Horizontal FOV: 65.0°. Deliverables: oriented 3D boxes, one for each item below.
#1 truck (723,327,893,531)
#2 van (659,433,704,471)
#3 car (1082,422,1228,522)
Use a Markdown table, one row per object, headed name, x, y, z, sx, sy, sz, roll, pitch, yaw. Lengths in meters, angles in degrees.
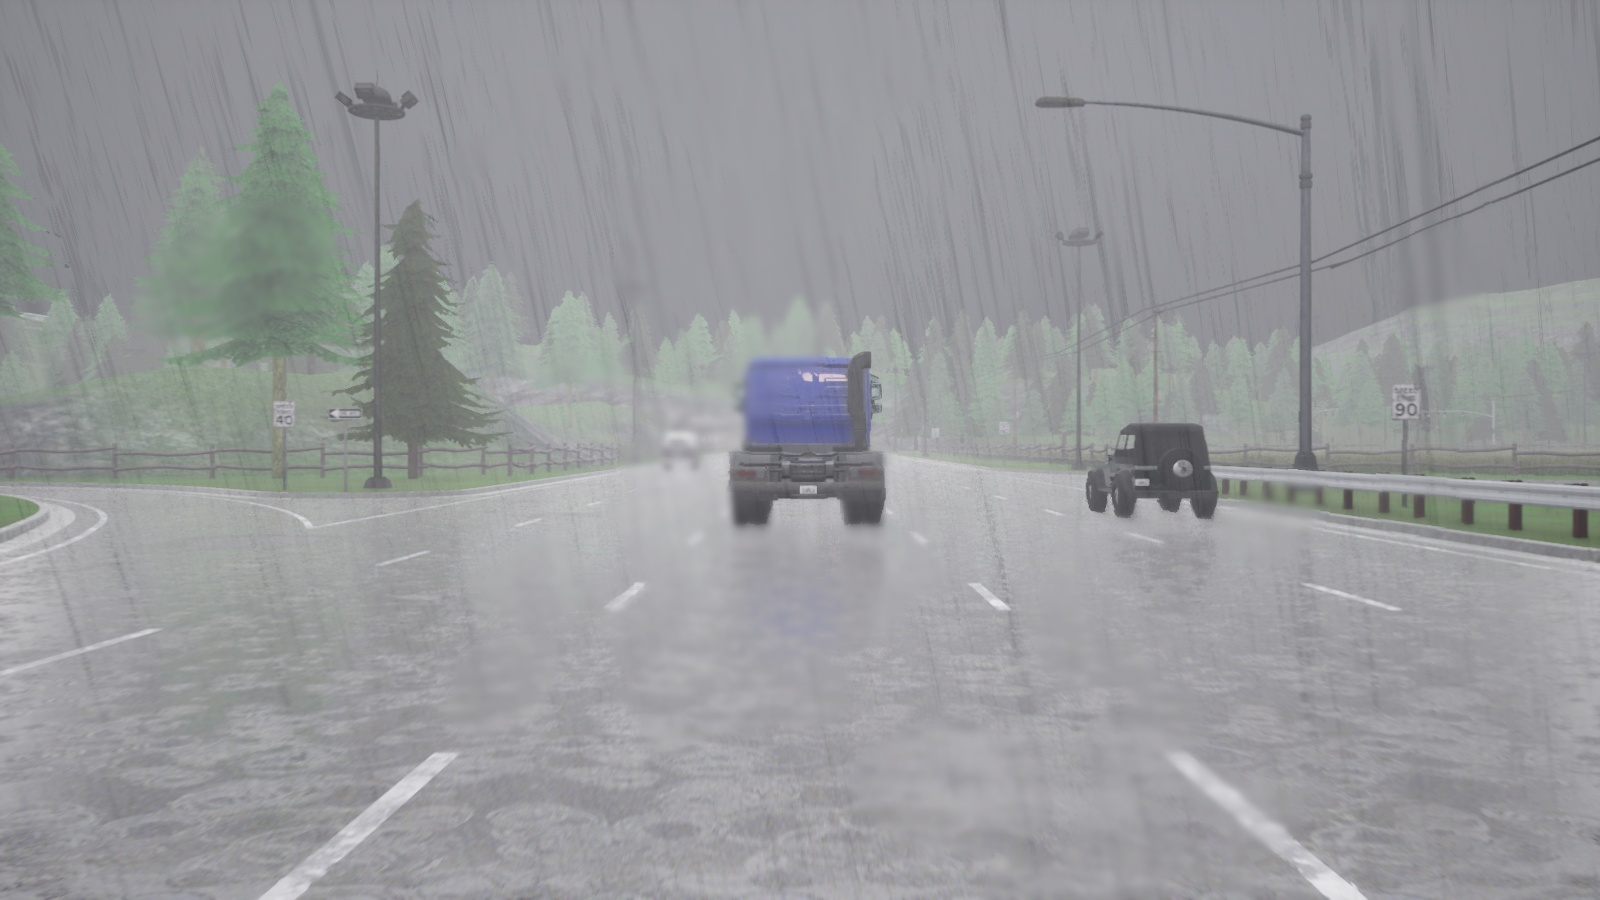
| name | x | y | z | sx | sy | sz | roll | pitch | yaw |
| --- | --- | --- | --- | --- | --- | --- | --- | --- | --- |
| truck | 0.159 | -0.378 | 25.324 | 2.891 | 3.462 | 7.936 | 0 | 0 | 0 |
| van | -6.588 | 0.071 | 70.291 | 2.069 | 2.038 | 4.480 | 0 | 1 | 0 |
| car | 7.161 | 0.404 | 25.720 | 1.905 | 1.878 | 3.866 | 0 | 0 | 0 |
